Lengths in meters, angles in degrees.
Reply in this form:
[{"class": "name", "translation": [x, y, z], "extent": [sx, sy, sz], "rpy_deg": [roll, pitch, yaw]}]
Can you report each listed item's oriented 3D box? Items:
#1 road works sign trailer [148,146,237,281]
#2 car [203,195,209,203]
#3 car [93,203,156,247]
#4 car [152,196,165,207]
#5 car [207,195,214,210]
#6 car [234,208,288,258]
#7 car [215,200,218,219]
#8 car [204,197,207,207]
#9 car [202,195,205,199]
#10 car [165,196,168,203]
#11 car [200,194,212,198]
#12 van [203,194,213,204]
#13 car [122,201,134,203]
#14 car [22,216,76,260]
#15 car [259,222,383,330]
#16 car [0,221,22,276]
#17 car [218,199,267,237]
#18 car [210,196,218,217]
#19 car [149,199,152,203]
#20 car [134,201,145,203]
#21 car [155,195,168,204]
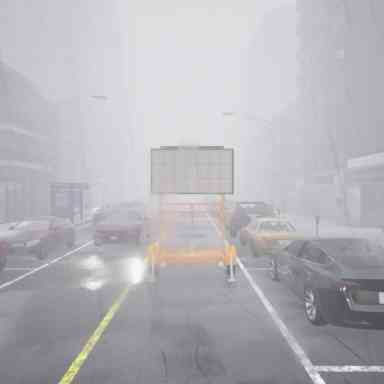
[{"class": "road works sign trailer", "translation": [0.007, 0.464, 9.777], "extent": [2.380, 3.560, 2.880], "rpy_deg": [0, 0, 0]}, {"class": "car", "translation": [2.899, 1.545, 45.536], "extent": [2.008, 1.369, 4.403], "rpy_deg": [0, 0, 0]}, {"class": "car", "translation": [-2.987, 1.476, 15.176], "extent": [1.882, 1.535, 5.008], "rpy_deg": [0, 0, 0]}, {"class": "car", "translation": [-5.621, 1.575, 51.060], "extent": [1.802, 1.307, 4.206], "rpy_deg": [0, 0, 0]}, {"class": "car", "translation": [2.889, 1.436, 34.489], "extent": [1.967, 1.590, 4.097], "rpy_deg": [0, 0, 0]}, {"class": "car", "translation": [2.869, 1.524, 12.565], "extent": [1.752, 1.417, 4.829], "rpy_deg": [0, 0, 0]}, {"class": "car", "translation": [2.879, 1.523, 23.612], "extent": [1.752, 1.417, 4.829], "rpy_deg": [0, 0, 0]}, {"class": "car", "translation": [2.894, 1.546, 40.013], "extent": [2.008, 1.369, 4.403], "rpy_deg": [0, 0, 0]}, {"class": "car", "translation": [2.905, 1.559, 51.060], "extent": [1.947, 1.339, 4.313], "rpy_deg": [0, 0, 0]}, {"class": "car", "translation": [-5.616, 1.558, 56.585], "extent": [1.947, 1.339, 4.313], "rpy_deg": [0, 0, 0]}, {"class": "car", "translation": [2.910, 1.307, 56.584], "extent": [2.192, 1.841, 5.009], "rpy_deg": [0, 0, 0]}, {"class": "van", "translation": [2.915, 1.333, 62.108], "extent": [1.690, 1.788, 3.998], "rpy_deg": [0, 0, 0]}, {"class": "car", "translation": [-5.647, 1.542, 23.435], "extent": [1.887, 1.381, 4.507], "rpy_deg": [0, 0, 0]}, {"class": "car", "translation": [-5.658, 1.581, 12.385], "extent": [1.802, 1.307, 4.206], "rpy_deg": [0, 0, 0]}, {"class": "car", "translation": [2.863, 1.565, 6.871], "extent": [1.947, 1.339, 4.313], "rpy_deg": [0, 0, 0]}, {"class": "car", "translation": [-5.663, 1.544, 6.860], "extent": [1.887, 1.381, 4.507], "rpy_deg": [0, 0, 0]}, {"class": "car", "translation": [2.874, 1.313, 17.918], "extent": [2.192, 1.841, 5.009], "rpy_deg": [0, 0, 0]}, {"class": "car", "translation": [2.884, 1.437, 28.966], "extent": [1.967, 1.590, 4.097], "rpy_deg": [0, 0, 0]}, {"class": "car", "translation": [-5.637, 1.562, 34.485], "extent": [1.947, 1.339, 4.313], "rpy_deg": [0, 0, 0]}, {"class": "car", "translation": [-5.642, 1.562, 28.960], "extent": [1.947, 1.339, 4.313], "rpy_deg": [0, 0, 0]}, {"class": "car", "translation": [-5.611, 1.432, 62.110], "extent": [1.967, 1.590, 4.097], "rpy_deg": [0, 0, 0]}]
